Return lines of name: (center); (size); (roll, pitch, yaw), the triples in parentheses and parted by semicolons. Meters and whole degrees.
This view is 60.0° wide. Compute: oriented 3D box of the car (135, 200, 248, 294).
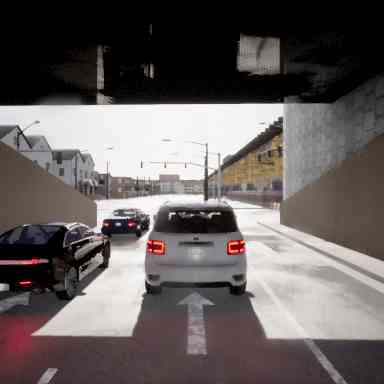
car: (0.085, 1.221, 8.905); (2.150, 2.045, 5.566); (0, 0, 0)

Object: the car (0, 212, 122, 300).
car: (-3.420, 1.491, 8.382); (2.128, 1.511, 4.902); (0, 0, 0)

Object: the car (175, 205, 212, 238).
car: (0.063, 1.526, 18.469); (1.812, 1.442, 4.674); (0, 0, 0)

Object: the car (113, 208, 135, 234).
car: (-3.417, 1.547, 17.931); (2.033, 1.411, 5.357); (0, 0, 0)
